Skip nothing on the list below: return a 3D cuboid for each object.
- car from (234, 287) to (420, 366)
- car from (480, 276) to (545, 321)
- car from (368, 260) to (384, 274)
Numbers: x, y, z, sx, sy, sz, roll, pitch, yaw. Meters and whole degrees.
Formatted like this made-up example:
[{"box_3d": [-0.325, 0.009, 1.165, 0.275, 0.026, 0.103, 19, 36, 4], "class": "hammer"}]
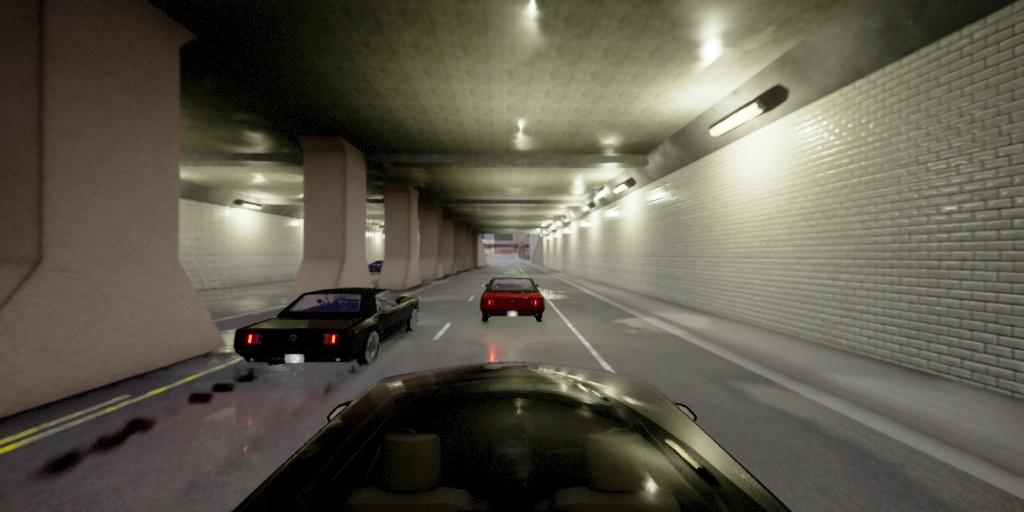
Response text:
[{"box_3d": [-3.462, 1.338, 7.910, 1.895, 1.301, 4.718, 0, 0, 0], "class": "car"}, {"box_3d": [-0.007, 1.345, 12.363, 1.895, 1.301, 4.718, 0, 0, -1], "class": "car"}, {"box_3d": [-14.413, 1.169, 39.991, 1.882, 1.535, 5.008, 0, 0, 0], "class": "car"}]
